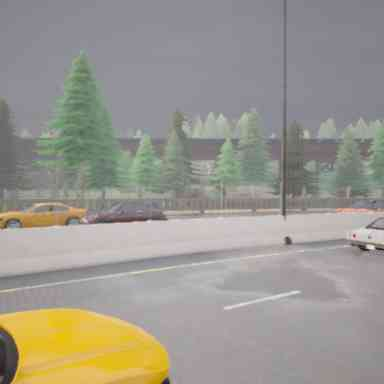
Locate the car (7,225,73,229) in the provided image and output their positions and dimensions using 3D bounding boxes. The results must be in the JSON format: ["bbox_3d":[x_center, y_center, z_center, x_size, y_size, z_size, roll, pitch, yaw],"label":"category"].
[{"bbox_3d":[-8.515,1.373,19.124,5.008,1.535,1.882,0,0,-32],"label":"car"}]

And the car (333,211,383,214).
[{"bbox_3d":[11.422,1.343,21.759,4.553,1.767,2.097,0,0,-22],"label":"car"}]

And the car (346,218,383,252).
[{"bbox_3d":[8.081,1.603,12.376,4.718,1.301,1.895,0,0,-27],"label":"car"}]

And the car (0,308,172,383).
[{"bbox_3d":[-2.422,1.457,1.906,5.008,1.535,1.882,0,0,-36],"label":"car"}]

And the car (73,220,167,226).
[{"bbox_3d":[-3.681,1.276,17.974,4.553,1.767,2.097,0,0,-31],"label":"car"}]
